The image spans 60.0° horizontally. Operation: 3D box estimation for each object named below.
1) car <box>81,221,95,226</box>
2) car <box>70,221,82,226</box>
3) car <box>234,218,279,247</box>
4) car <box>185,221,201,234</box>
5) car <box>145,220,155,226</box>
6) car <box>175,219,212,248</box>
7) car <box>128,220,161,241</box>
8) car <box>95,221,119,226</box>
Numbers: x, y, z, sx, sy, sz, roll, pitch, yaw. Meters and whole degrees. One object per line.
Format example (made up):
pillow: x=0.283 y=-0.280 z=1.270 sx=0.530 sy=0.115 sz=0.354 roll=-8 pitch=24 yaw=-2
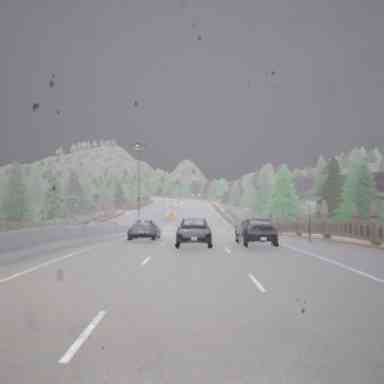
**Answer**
car: x=-14.061 y=5.097 z=48.382 sx=1.812 sy=1.442 sz=4.674 roll=0 pitch=-5 yaw=0
car: x=-17.543 y=5.304 z=52.326 sx=2.097 sy=1.767 sz=4.553 roll=0 pitch=-6 yaw=0
car: x=3.598 y=2.285 z=19.138 sx=1.837 sy=1.490 sz=4.892 roll=0 pitch=-4 yaw=0
car: x=0.094 y=4.277 z=39.893 sx=1.812 sy=1.442 sz=4.674 roll=0 pitch=-6 yaw=0
car: x=-10.512 y=7.719 z=83.902 sx=1.895 sy=1.301 sz=4.718 roll=0 pitch=-2 yaw=0
car: x=0.098 y=2.241 z=18.624 sx=2.128 sy=1.511 sz=4.902 roll=0 pitch=-4 yaw=0
car: x=-3.403 y=2.798 z=24.282 sx=1.994 sy=1.385 sz=4.181 roll=0 pitch=-5 yaw=0
car: x=-10.567 y=4.557 z=43.291 sx=1.882 sy=1.535 sz=5.008 roll=0 pitch=-6 yaw=0
